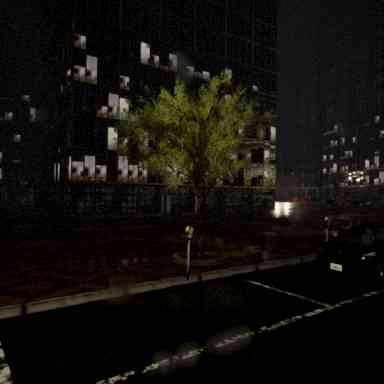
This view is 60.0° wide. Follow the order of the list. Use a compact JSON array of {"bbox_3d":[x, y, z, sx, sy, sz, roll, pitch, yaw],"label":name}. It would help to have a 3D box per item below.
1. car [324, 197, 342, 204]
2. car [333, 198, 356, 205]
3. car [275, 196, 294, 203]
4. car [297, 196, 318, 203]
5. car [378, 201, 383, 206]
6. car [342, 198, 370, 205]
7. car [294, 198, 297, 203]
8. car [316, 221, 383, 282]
[{"bbox_3d":[27.688,1.683,64.533,1.967,1.590,4.097,1,-1,-20],"label":"car"},{"bbox_3d":[33.151,1.979,72.514,2.008,1.369,4.403,1,-1,-20],"label":"car"},{"bbox_3d":[21.910,1.789,80.283,1.967,1.590,4.097,1,-1,-20],"label":"car"},{"bbox_3d":[29.300,1.814,83.021,2.192,1.841,5.009,1,-1,-20],"label":"car"},{"bbox_3d":[36.946,1.883,62.169,1.752,1.417,4.829,1,-1,-20],"label":"car"},{"bbox_3d":[29.613,1.758,59.282,2.008,1.369,4.403,1,-1,-20],"label":"car"},{"bbox_3d":[27.369,2.116,88.270,1.802,1.307,4.206,1,-1,-20],"label":"car"},{"bbox_3d":[5.543,1.573,9.810,4.313,1.339,1.947,0,1,-34],"label":"car"}]
